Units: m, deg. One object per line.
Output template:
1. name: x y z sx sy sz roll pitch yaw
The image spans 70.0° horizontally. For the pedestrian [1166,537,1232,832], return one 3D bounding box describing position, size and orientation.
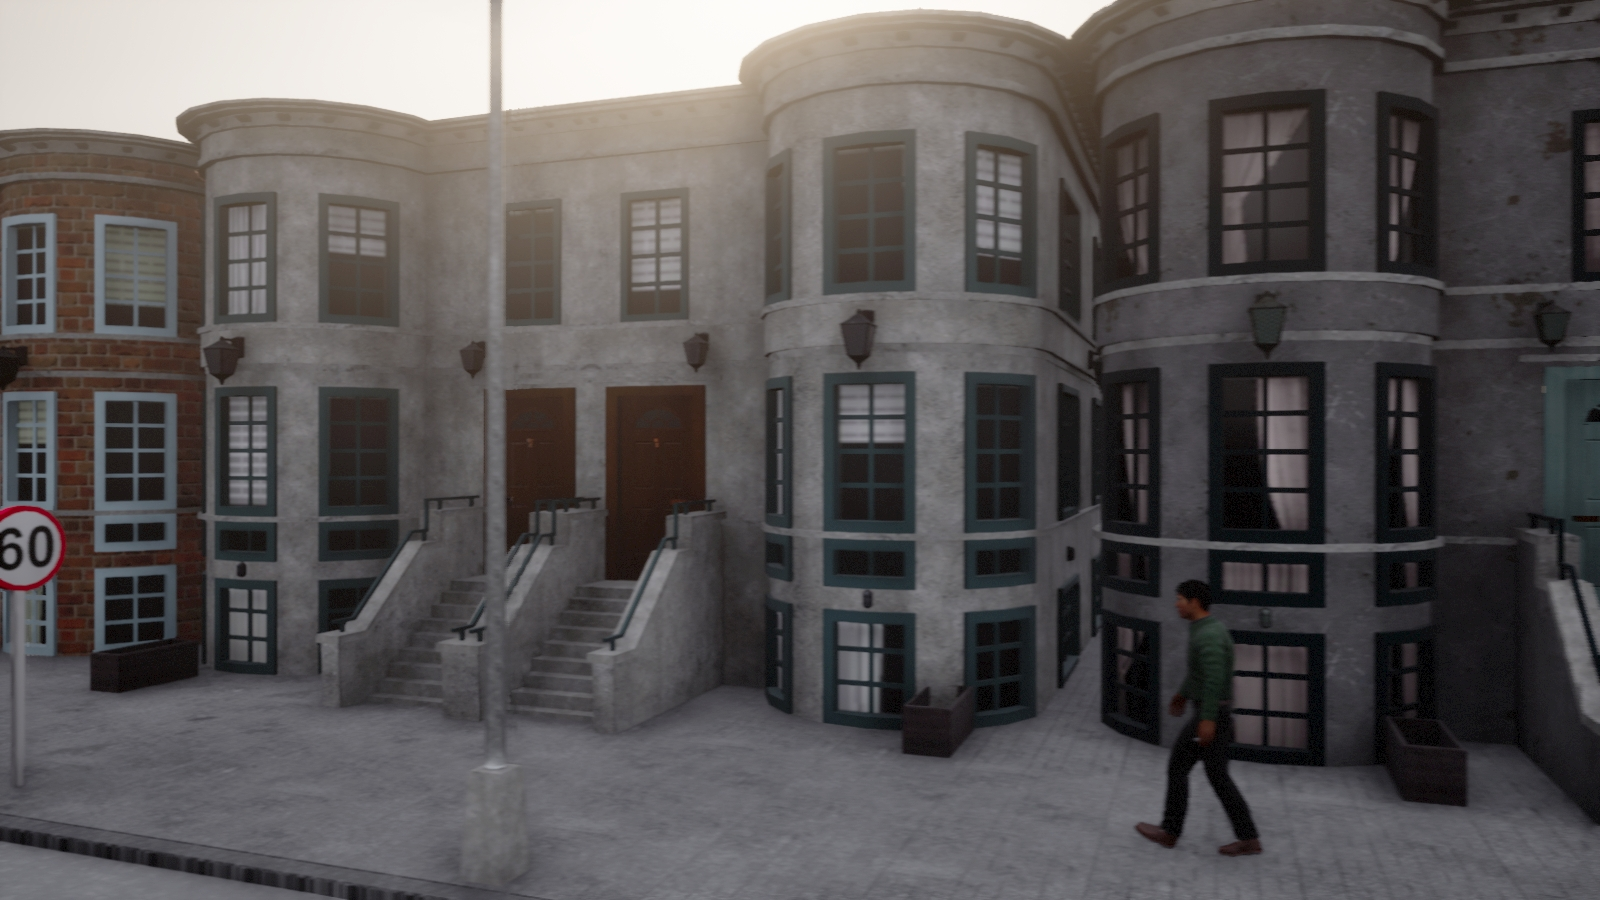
1. pedestrian: 2.653 1.525 7.587 0.375 1.860 0.375 0 0 25
